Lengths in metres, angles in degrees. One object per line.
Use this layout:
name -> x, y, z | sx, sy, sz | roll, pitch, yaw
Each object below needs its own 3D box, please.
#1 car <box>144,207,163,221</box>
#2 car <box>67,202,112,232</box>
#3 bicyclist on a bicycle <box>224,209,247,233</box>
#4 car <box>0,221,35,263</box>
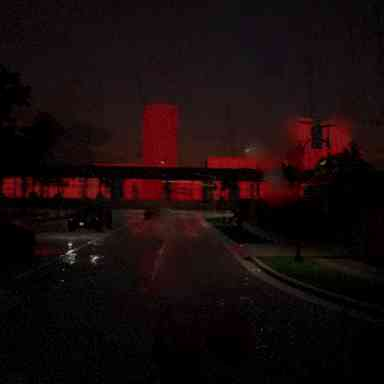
car -> -4.494, 2.503, 39.255 | 1.882, 1.535, 5.008 | 1, -2, -2
car -> -7.534, 1.809, 25.150 | 2.150, 2.045, 5.566 | 1, 0, -2
bicyclist on a bicycle -> 3.013, 2.028, 22.915 | 1.656, 1.620, 0.582 | 1, -2, -2
car -> -6.972, 1.763, 11.317 | 1.812, 1.442, 4.674 | 1, -2, -2
